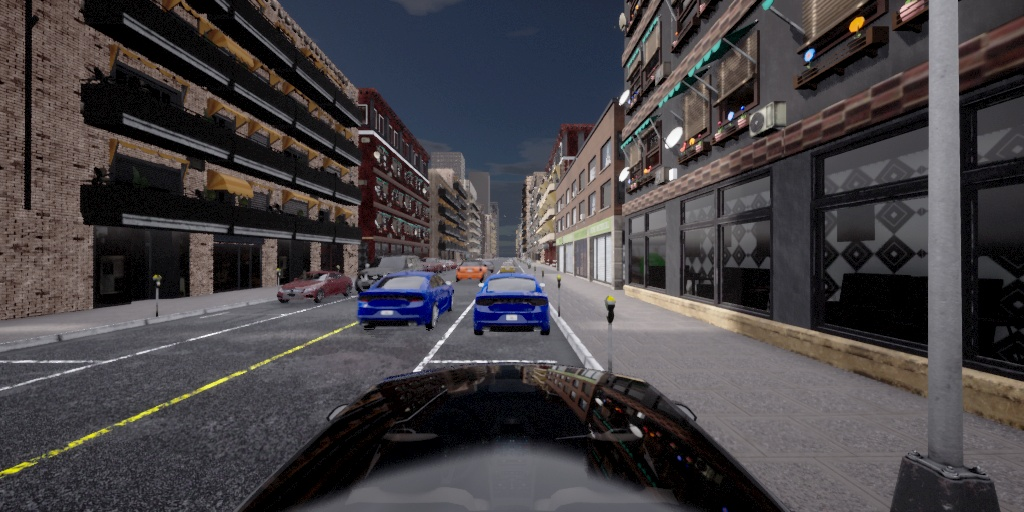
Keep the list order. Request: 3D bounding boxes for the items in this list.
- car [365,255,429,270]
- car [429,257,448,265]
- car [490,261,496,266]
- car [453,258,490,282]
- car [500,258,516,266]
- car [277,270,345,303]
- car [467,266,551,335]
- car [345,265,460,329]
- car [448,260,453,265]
[{"bbox_3d":[-6.246,0.972,19.026,2.150,2.045,5.566,0,0,0],"label":"car"},{"bbox_3d":[-8.837,1.064,39.007,2.192,1.841,5.009,0,0,0],"label":"car"},{"bbox_3d":[-3.044,1.296,43.456,2.033,1.411,5.357,0,0,0],"label":"car"},{"bbox_3d":[-3.146,1.102,28.787,2.097,1.767,4.553,0,0,0],"label":"car"},{"bbox_3d":[-0.456,1.275,39.173,1.751,1.417,4.829,0,0,0],"label":"car"},{"bbox_3d":[-8.837,1.333,16.462,1.802,1.307,4.207,0,0,0],"label":"car"},{"bbox_3d":[-0.005,1.228,10.499,1.882,1.535,5.008,0,0,0],"label":"car"},{"bbox_3d":[-3.048,1.228,11.225,1.882,1.535,5.008,0,0,0],"label":"car"},{"bbox_3d":[-8.837,1.188,44.643,1.967,1.591,4.097,0,0,0],"label":"car"}]
